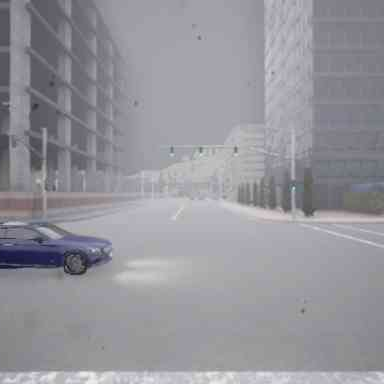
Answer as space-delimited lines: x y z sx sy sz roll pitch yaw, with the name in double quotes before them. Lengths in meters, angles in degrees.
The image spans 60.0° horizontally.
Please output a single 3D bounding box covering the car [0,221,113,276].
"car" -4.788 1.621 10.031 4.674 1.442 1.812 0 0 -1
